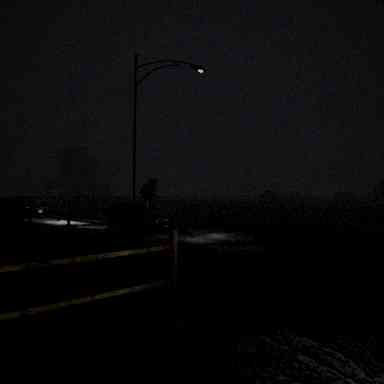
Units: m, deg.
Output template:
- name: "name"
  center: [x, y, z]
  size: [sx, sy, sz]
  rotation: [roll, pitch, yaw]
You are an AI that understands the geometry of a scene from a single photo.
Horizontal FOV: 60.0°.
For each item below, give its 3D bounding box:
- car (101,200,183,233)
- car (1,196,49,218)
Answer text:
- name: "car"
  center: [-2.731, 1.219, 17.868]
  size: [5.008, 1.535, 1.882]
  rotation: [1, 0, 36]
- name: "car"
  center: [-12.664, 1.071, 24.880]
  size: [4.902, 1.511, 2.128]
  rotation: [1, 0, 36]
